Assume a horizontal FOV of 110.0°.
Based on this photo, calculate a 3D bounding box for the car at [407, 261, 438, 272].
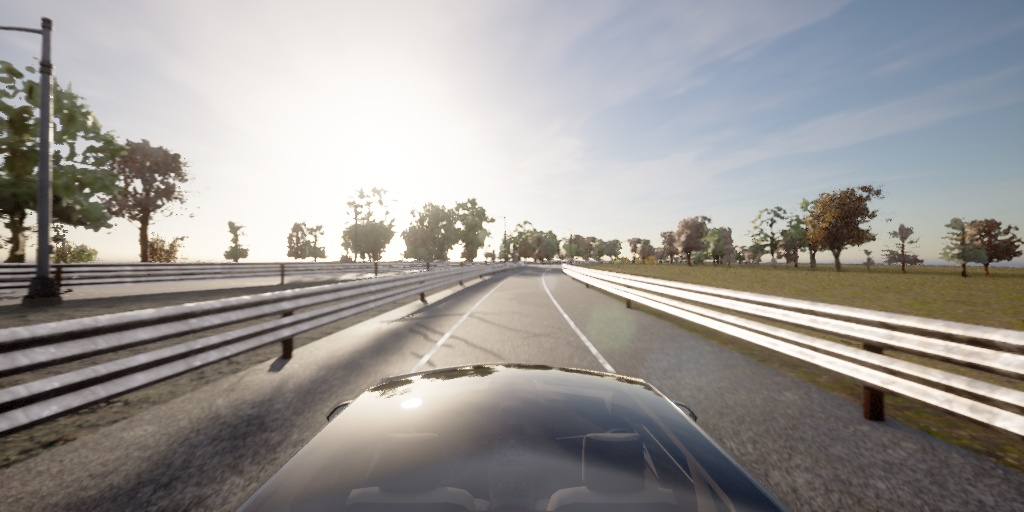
[{"bbox_3d":[-12.988,1.445,51.052,2.128,1.511,4.902,0,-1,16],"label":"car"}]

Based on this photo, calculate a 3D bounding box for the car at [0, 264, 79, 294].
[{"bbox_3d":[-22.158,1.040,15.475,1.812,1.442,4.674,0,-1,13],"label":"car"}]
